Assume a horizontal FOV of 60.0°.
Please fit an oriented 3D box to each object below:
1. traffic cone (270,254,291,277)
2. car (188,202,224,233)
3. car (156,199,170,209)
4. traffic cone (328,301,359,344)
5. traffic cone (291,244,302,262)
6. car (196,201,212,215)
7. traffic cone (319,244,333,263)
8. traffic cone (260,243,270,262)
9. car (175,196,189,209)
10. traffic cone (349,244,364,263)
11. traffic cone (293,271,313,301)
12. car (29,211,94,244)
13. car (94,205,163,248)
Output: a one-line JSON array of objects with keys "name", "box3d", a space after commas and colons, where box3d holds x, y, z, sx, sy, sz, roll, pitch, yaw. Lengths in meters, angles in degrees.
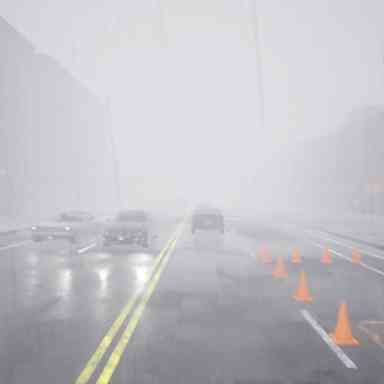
[{"name": "traffic cone", "box3d": [2.436, 2.003, 9.153, 0.340, 0.580, 0.340, 0, 0, 1]}, {"name": "car", "box3d": [0.939, 1.595, 20.629, 1.882, 1.535, 5.008, 0, 0, 1]}, {"name": "car", "box3d": [-4.881, 2.001, 56.693, 1.882, 1.535, 5.008, 0, -1, 2]}, {"name": "traffic cone", "box3d": [2.343, 1.986, 5.154, 0.340, 0.580, 0.340, 0, 0, 1]}, {"name": "traffic cone", "box3d": [3.482, 2.022, 11.129, 0.340, 0.580, 0.340, 0, 0, 1]}, {"name": "car", "box3d": [1.363, 1.864, 39.062, 1.812, 1.442, 4.674, 0, -1, 1]}, {"name": "traffic cone", "box3d": [4.482, 2.030, 11.106, 0.340, 0.580, 0.340, 0, 0, 1]}, {"name": "traffic cone", "box3d": [2.482, 2.013, 11.152, 0.340, 0.580, 0.340, 0, 0, 1]}, {"name": "car", "box3d": [-1.628, 1.771, 56.575, 2.150, 2.045, 5.566, 0, -1, 2]}, {"name": "traffic cone", "box3d": [5.481, 2.039, 11.082, 0.340, 0.580, 0.340, 0, 0, 1]}, {"name": "traffic cone", "box3d": [2.389, 1.994, 7.154, 0.340, 0.580, 0.340, 0, 0, 1]}, {"name": "car", "box3d": [-5.870, 1.619, 16.054, 1.895, 1.301, 4.718, 0, 0, 1]}, {"name": "car", "box3d": [-2.639, 1.544, 15.099, 1.837, 1.490, 4.892, 0, 0, 1]}]
